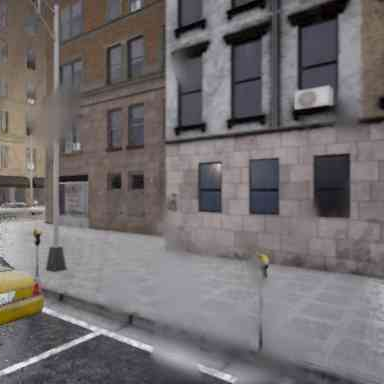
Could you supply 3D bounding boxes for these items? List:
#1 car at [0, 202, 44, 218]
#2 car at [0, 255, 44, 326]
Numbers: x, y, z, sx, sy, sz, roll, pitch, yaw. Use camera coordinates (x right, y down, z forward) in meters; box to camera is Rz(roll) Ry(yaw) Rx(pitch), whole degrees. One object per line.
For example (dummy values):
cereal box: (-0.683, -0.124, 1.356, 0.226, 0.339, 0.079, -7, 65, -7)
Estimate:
car: (-14.501, 1.511, 26.607, 1.895, 1.301, 4.718, 0, 0, 35)
car: (-4.677, 1.524, 6.154, 4.829, 1.417, 1.752, 0, 0, 35)
